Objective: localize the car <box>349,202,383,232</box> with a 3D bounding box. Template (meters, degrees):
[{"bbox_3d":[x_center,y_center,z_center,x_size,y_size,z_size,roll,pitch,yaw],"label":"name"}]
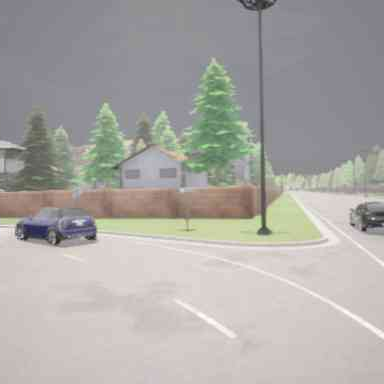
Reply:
[{"bbox_3d":[9.941,1.289,18.261,1.837,1.490,4.892,-1,0,16],"label":"car"}]

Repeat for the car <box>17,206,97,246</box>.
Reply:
[{"bbox_3d":[-6.678,1.477,16.231,4.553,1.767,2.097,-1,0,39],"label":"car"}]
